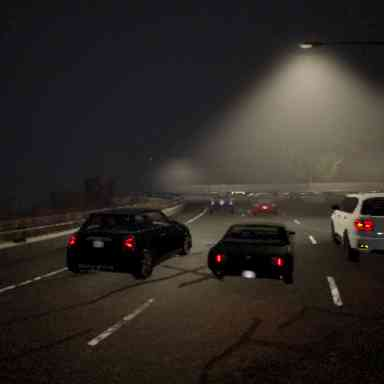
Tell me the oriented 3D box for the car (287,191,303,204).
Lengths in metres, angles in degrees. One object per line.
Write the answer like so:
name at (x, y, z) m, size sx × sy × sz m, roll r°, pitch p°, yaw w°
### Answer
car at (14.108, 0.697, 45.527) m, size 2.097 × 1.767 × 4.553 m, roll 0°, pitch 1°, yaw 18°

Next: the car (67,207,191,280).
car at (-1.586, 1.248, 10.011) m, size 2.097 × 1.767 × 4.553 m, roll 0°, pitch 1°, yaw 18°

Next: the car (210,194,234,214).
car at (2.814, 0.969, 30.559) m, size 2.097 × 1.767 × 4.553 m, roll 0°, pitch 1°, yaw 7°

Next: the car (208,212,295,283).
car at (1.916, 1.474, 9.371) m, size 1.895 × 1.301 × 4.718 m, roll 0°, pitch 1°, yaw 18°

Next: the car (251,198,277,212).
car at (6.084, 1.179, 28.417) m, size 1.994 × 1.385 × 4.181 m, roll 0°, pitch 1°, yaw 8°

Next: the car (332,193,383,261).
car at (6.145, 1.037, 11.244) m, size 2.150 × 2.045 × 5.566 m, roll 0°, pitch 1°, yaw 16°
